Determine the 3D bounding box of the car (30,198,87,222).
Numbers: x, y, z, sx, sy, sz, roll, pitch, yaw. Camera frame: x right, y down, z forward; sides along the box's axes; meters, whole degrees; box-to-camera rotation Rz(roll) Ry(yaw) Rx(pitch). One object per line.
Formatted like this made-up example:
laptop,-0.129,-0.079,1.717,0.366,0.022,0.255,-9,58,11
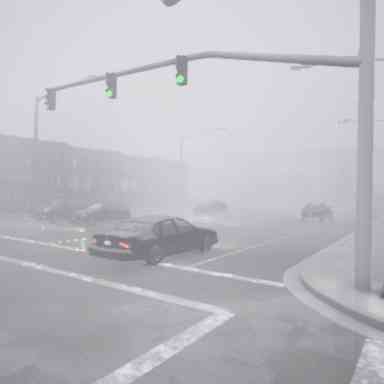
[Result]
car,-9.480,1.213,24.580,2.097,1.767,4.553,1,0,34

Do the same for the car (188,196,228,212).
car,2.017,1.555,35.374,1.882,1.535,5.008,1,0,34

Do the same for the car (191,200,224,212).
car,2.053,1.679,41.673,1.895,1.301,4.718,1,0,34

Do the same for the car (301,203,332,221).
car,11.508,1.750,30.508,2.128,1.511,4.902,1,0,34

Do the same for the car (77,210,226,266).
car,-1.080,1.566,11.809,2.033,1.411,5.357,1,0,34

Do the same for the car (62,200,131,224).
car,-6.266,1.446,23.106,1.812,1.442,4.674,1,0,34

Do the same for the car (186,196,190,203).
car,-0.995,1.536,63.107,5.357,1.411,2.033,3,-4,-28
